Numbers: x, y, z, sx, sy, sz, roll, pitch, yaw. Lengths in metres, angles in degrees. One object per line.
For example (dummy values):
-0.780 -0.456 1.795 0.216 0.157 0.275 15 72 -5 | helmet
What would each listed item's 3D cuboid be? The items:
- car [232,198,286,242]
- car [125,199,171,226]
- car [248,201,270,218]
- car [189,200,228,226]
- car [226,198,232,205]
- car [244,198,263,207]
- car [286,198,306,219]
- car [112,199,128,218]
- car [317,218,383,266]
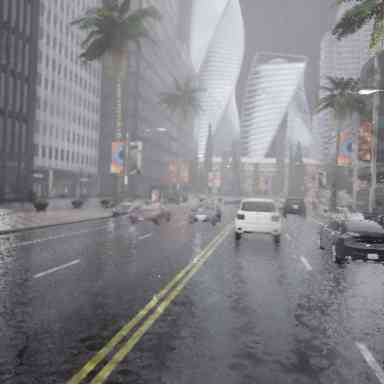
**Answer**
3.538 1.369 17.787 2.150 2.045 5.566 2 0 12 | car
-2.708 1.435 23.202 1.812 1.442 4.674 2 0 12 | car
7.071 1.786 35.123 2.128 1.511 4.902 2 0 12 | car
1.066 1.547 24.190 2.128 1.511 4.902 2 0 12 | car
7.641 1.812 63.473 1.882 1.535 5.008 2 0 28 | car
11.814 1.973 63.771 1.882 1.535 5.008 2 0 31 | car
10.602 1.652 34.886 2.150 2.045 5.566 2 0 12 | car
-4.897 1.308 27.401 2.231 1.521 4.892 2 0 12 | car
6.028 1.745 12.555 1.837 1.490 4.892 2 0 12 | car
